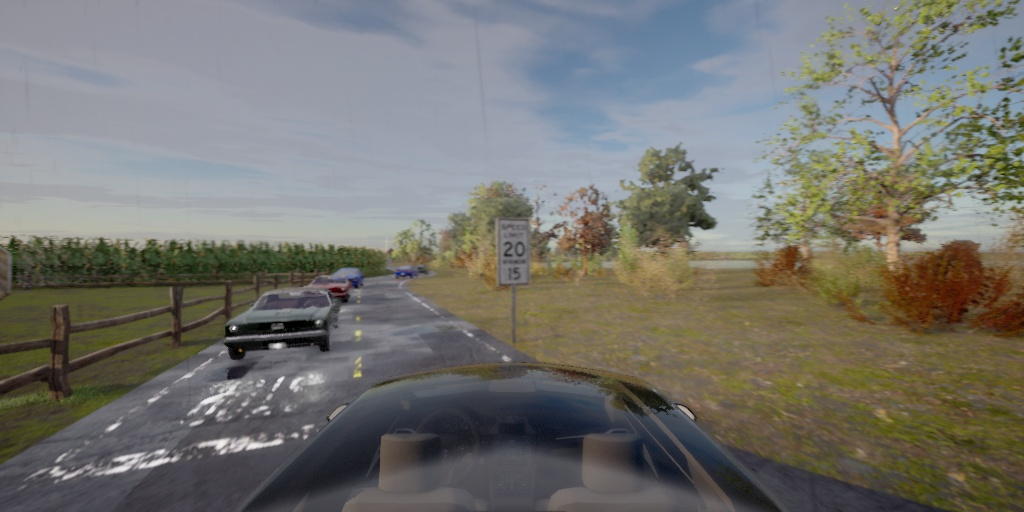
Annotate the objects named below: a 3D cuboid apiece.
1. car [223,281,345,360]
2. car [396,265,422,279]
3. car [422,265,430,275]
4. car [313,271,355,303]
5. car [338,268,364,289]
[{"bbox_3d":[-5.498,1.504,9.147,1.895,1.301,4.718,0,-1,-23],"label":"car"},{"bbox_3d":[-12.543,1.897,43.100,1.882,1.535,5.008,0,-1,-4],"label":"car"},{"bbox_3d":[-13.367,2.066,53.240,1.837,1.490,4.892,0,-1,-6],"label":"car"},{"bbox_3d":[-9.363,1.664,18.525,1.895,1.301,4.718,0,-1,-22],"label":"car"},{"bbox_3d":[-12.798,1.696,28.074,1.882,1.535,5.008,0,-1,-16],"label":"car"}]
